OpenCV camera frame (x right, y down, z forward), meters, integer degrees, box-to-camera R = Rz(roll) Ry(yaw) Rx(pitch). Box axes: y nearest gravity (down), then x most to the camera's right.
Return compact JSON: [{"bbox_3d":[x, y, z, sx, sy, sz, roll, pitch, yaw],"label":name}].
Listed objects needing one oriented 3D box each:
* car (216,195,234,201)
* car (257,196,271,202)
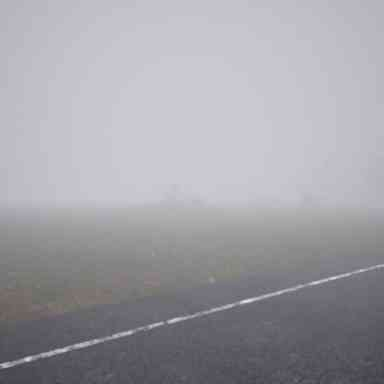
[{"bbox_3d":[7.619,1.312,77.971,1.895,1.301,4.718,0,0,-34],"label":"car"},{"bbox_3d":[14.122,1.399,68.243,1.994,1.385,4.181,0,0,-34],"label":"car"}]
